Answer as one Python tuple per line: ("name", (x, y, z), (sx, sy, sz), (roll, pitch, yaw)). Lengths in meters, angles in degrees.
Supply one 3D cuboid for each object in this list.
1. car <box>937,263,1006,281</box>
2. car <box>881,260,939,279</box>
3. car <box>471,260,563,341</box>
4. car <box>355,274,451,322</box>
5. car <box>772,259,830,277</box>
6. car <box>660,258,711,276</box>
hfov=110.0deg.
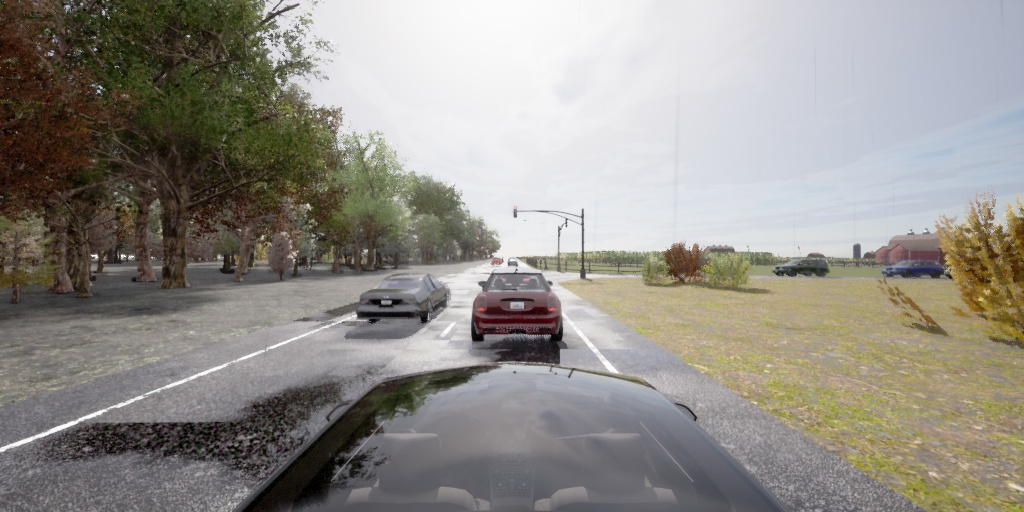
("car", (48.554, 1.768, 37.572), (4.902, 1.511, 2.128), (1, -1, 1))
("car", (45.975, 1.526, 41.209), (5.566, 2.045, 2.150), (0, -1, -1))
("car", (0.106, 1.104, 9.987), (2.097, 1.767, 4.553), (0, 0, 0))
("car", (-3.388, 1.300, 12.180), (2.033, 1.411, 5.357), (0, 0, 0))
("car", (33.258, 1.390, 41.301), (5.566, 2.045, 2.150), (0, -1, 0))
("car", (19.962, 1.247, 41.378), (5.566, 2.045, 2.150), (1, -1, 0))
